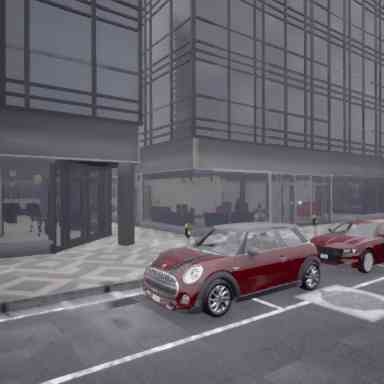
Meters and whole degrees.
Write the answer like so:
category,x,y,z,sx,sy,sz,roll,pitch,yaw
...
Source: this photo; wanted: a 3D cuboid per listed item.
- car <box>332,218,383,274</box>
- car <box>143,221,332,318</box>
category,x,y,z,sx,sy,sz,roll,pitch,yaw
car,5.515,1.543,10.586,4.507,1.381,1.887,0,0,-35
car,0.954,1.439,7.333,4.097,1.590,1.967,0,0,-35
